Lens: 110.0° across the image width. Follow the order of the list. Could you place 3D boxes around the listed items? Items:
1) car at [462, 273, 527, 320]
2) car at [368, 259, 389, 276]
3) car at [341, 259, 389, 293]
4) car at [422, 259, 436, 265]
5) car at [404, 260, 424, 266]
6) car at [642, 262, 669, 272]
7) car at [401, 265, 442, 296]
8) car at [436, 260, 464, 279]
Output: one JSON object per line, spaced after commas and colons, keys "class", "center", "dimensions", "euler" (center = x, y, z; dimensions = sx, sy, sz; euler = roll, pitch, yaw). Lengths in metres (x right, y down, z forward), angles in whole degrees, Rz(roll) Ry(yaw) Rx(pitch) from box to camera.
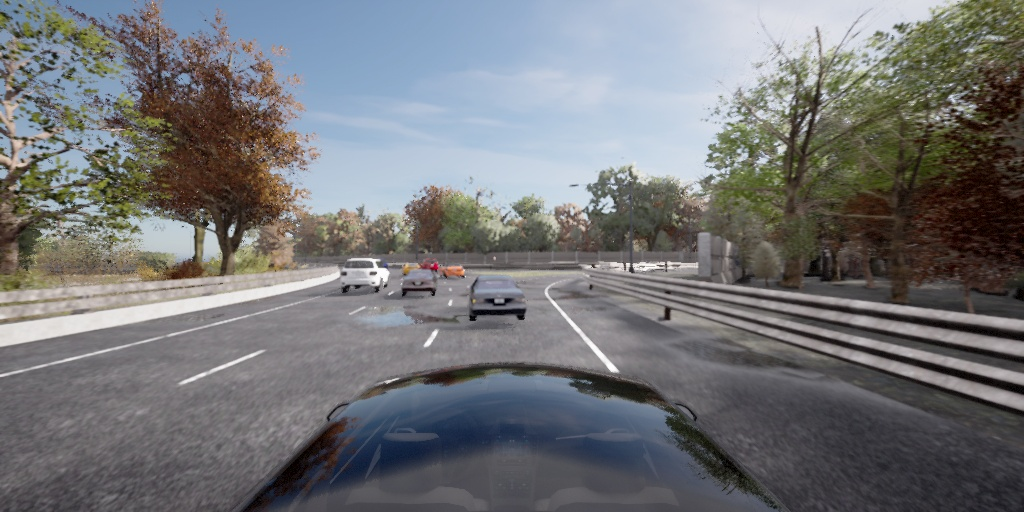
{"class": "car", "center": [-0.649, 1.394, 13.075], "dimensions": [2.033, 1.411, 5.357], "euler": [0, 0, -6]}
{"class": "car", "center": [-17.668, 1.429, 47.347], "dimensions": [2.150, 2.045, 5.566], "euler": [0, -1, -26]}
{"class": "car", "center": [-9.308, 1.190, 23.044], "dimensions": [2.150, 2.045, 5.566], "euler": [0, 0, -12]}
{"class": "car", "center": [-12.361, 1.447, 52.518], "dimensions": [2.150, 2.045, 5.566], "euler": [0, -1, -27]}
{"class": "car", "center": [-12.542, 1.638, 44.562], "dimensions": [1.882, 1.535, 5.008], "euler": [0, -1, -22]}
{"class": "car", "center": [21.583, 1.569, 53.912], "dimensions": [4.902, 1.511, 2.128], "euler": [0, -1, -32]}
{"class": "car", "center": [-5.321, 1.481, 20.987], "dimensions": [2.033, 1.411, 5.357], "euler": [0, 0, -11]}
{"class": "car", "center": [-6.520, 1.434, 38.390], "dimensions": [2.097, 1.767, 4.553], "euler": [0, 0, -19]}
